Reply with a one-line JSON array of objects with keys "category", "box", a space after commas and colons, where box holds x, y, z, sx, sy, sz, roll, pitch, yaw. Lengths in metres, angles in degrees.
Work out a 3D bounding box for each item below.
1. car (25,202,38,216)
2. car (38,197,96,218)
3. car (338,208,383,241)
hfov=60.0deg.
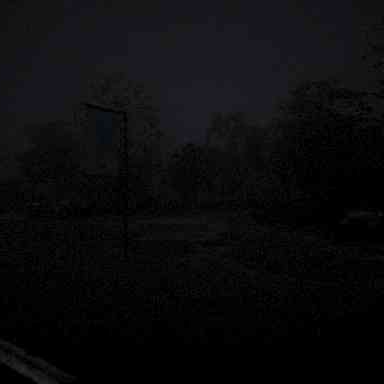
[{"category": "car", "box": [-13.818, 1.581, 32.447, 2.002, 1.452, 4.674, 0, 0, 35]}, {"category": "car", "box": [-11.200, 1.404, 30.659, 2.185, 1.767, 4.553, 0, 0, 35]}, {"category": "car", "box": [8.556, 1.496, 16.448, 2.002, 1.452, 4.674, 0, 0, 36]}]
